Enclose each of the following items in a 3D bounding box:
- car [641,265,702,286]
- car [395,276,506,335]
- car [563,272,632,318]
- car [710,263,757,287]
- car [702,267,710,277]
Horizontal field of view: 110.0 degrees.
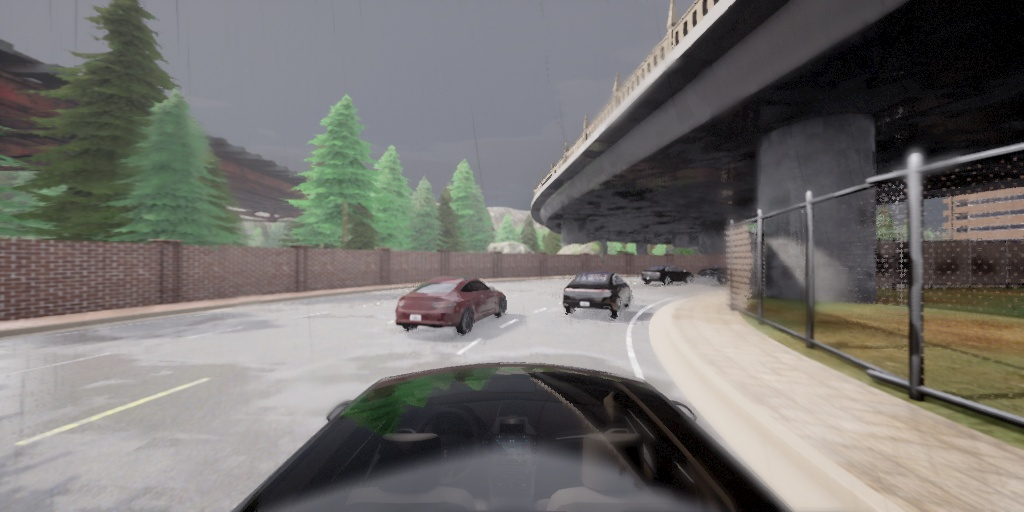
[{"bbox_3d":[12.150,1.472,27.885,4.902,1.511,2.128,0,-1,-33],"label":"car"},{"bbox_3d":[-1.628,1.333,10.812,1.812,1.442,4.674,0,-1,17],"label":"car"},{"bbox_3d":[3.385,1.339,13.712,2.128,1.511,4.902,0,0,25],"label":"car"},{"bbox_3d":[17.516,1.498,26.787,4.892,1.490,1.837,0,-1,-25],"label":"car"},{"bbox_3d":[22.697,1.664,39.238,4.181,1.385,1.994,0,0,-10],"label":"car"}]
